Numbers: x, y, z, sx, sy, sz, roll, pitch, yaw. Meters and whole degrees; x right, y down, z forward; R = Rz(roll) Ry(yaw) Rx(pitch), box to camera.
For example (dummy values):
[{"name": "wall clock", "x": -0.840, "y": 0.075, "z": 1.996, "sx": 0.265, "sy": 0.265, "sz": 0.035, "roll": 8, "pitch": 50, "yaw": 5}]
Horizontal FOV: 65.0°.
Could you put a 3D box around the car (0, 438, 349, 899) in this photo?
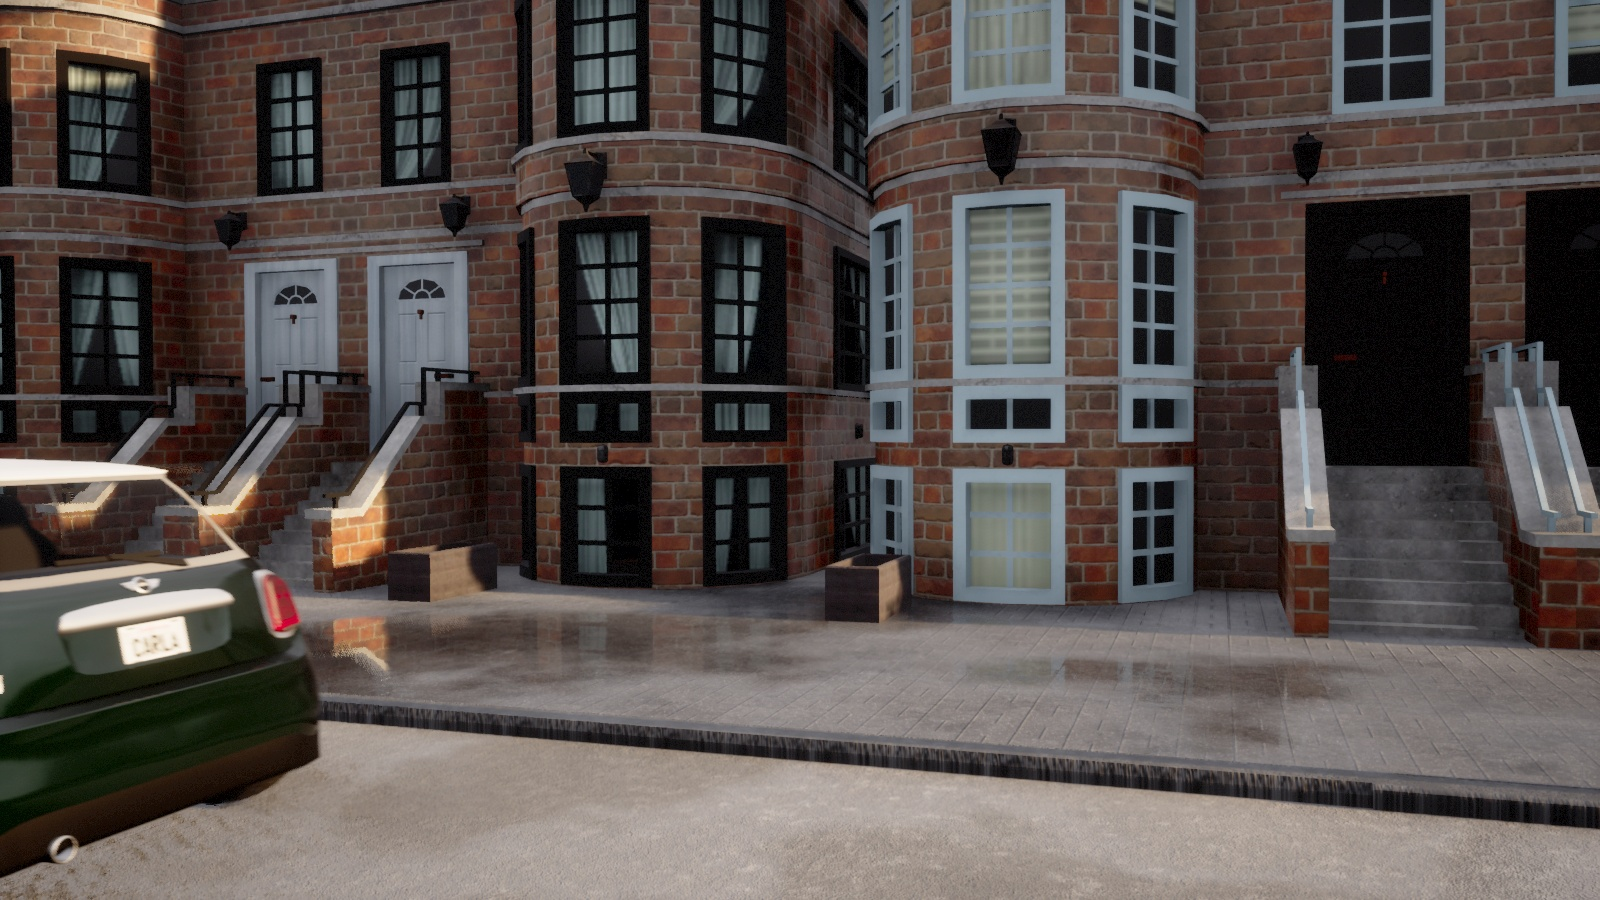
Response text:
[{"name": "car", "x": -4.058, "y": 0.695, "z": 5.068, "sx": 3.806, "sy": 1.475, "sz": 1.970, "roll": 1, "pitch": 1, "yaw": 18}]
